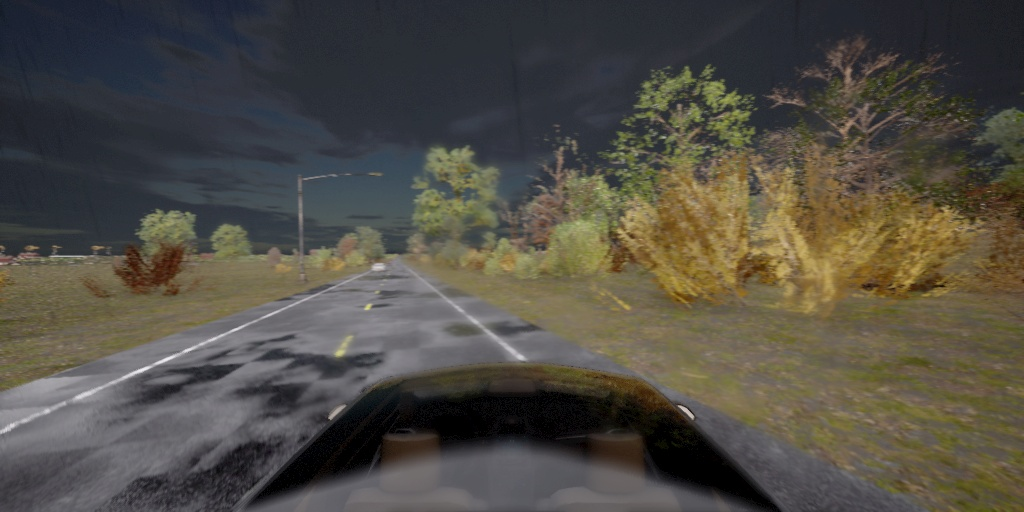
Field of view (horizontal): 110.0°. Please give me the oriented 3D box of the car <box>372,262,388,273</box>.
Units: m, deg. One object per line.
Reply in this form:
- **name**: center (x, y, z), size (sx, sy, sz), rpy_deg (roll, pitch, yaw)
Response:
- **car**: center (-22.367, 2.008, 60.349), size (1.812, 1.442, 4.674), rpy_deg (-1, 0, -18)
